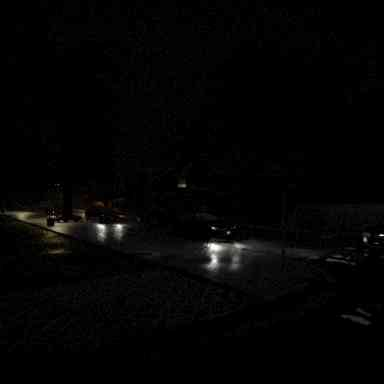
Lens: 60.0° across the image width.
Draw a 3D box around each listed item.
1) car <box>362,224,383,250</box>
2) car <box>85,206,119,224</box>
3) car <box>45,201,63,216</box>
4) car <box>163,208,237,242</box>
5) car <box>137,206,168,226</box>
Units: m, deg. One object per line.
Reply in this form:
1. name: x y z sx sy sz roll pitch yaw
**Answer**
1. car: 9.352 1.559 12.972 4.902 1.511 2.128 -2 0 7
2. car: -8.602 2.097 31.609 1.882 1.535 5.008 0 -1 -35
3. car: -19.031 2.268 46.530 2.150 2.045 5.566 0 -1 -35
4. car: 0.491 1.831 18.663 1.812 1.442 4.674 0 -1 -35
5. car: -3.046 1.983 28.683 1.882 1.535 5.008 0 -1 -35
